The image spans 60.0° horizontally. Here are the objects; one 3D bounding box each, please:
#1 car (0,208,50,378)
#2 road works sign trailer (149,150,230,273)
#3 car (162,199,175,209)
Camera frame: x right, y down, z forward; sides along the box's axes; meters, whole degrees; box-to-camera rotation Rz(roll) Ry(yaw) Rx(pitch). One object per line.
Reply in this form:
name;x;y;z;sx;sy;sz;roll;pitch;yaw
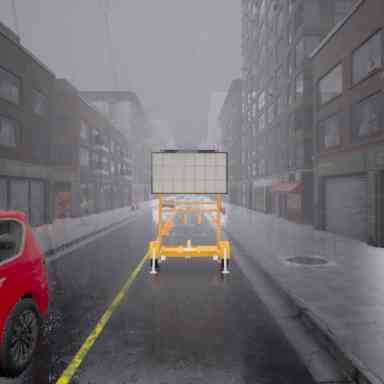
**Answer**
car;-3.118;1.221;2.597;2.150;2.045;5.566;0;0;0
road works sign trailer;-0.080;0.464;10.617;2.380;3.560;2.880;0;0;0
car;-3.340;1.593;44.721;1.895;1.301;4.718;0;0;0
